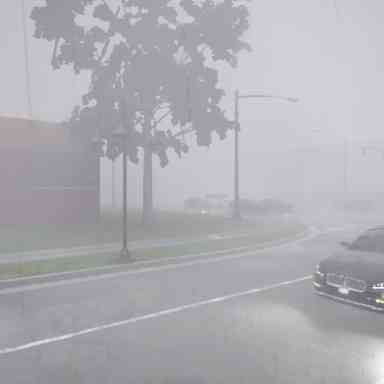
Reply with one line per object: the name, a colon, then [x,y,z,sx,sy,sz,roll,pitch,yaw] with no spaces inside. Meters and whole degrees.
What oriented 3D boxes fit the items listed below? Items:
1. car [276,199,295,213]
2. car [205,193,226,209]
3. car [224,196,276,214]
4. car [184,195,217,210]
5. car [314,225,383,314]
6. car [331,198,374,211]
car: [9.086,1.505,36.801,1.837,1.490,4.892,0,0,-34]
car: [3.615,1.221,45.003,2.150,2.045,5.566,0,0,-34]
car: [6.016,1.478,35.097,1.882,1.535,5.008,0,0,-34]
car: [0.747,1.505,42.987,1.837,1.490,4.892,0,0,-33]
car: [4.676,1.504,7.317,4.892,1.490,1.837,0,0,-35]
car: [19.460,1.491,40.537,2.128,1.511,4.902,0,0,-34]
